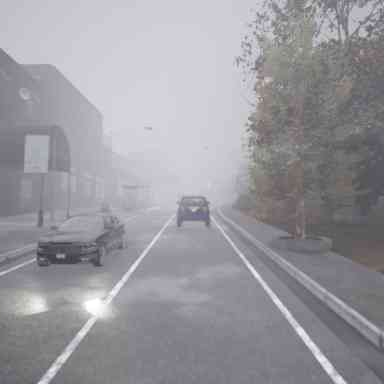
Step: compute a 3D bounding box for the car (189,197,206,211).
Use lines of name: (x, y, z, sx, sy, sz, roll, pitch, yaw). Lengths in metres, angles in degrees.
car: (0.756, 1.486, 41.766, 1.882, 1.535, 5.008, -1, 0, 5)

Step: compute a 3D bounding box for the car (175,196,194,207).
car: (-1.142, 1.545, 55.399, 2.128, 1.511, 4.902, -1, 0, 10)

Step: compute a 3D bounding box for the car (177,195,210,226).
car: (0.105, 1.238, 23.357, 2.150, 2.045, 5.566, 0, 0, 0)

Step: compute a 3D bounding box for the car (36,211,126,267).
car: (-3.595, 1.485, 11.622, 1.882, 1.535, 5.008, 0, 0, 0)
